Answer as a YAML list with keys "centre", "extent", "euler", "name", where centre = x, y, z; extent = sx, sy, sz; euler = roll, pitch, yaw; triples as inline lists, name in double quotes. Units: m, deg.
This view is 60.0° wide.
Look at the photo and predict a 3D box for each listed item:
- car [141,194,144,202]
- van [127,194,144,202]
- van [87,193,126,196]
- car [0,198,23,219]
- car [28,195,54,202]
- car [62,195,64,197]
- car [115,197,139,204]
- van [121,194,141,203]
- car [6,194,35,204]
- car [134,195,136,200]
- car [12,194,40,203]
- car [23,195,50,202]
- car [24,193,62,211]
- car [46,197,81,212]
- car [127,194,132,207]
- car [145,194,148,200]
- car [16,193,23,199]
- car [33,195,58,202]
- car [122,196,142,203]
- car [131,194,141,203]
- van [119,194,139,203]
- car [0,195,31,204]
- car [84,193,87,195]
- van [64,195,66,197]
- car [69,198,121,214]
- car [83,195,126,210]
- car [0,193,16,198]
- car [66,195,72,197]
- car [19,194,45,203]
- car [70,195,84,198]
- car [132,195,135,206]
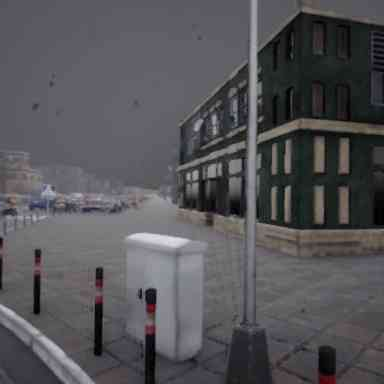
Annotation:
- centre: [-13.994, 1.543, 73.533]
  extent: [5.566, 2.045, 2.435]
  euler: [1, 0, -5]
  name: "car"
- centre: [-15.835, 1.629, 92.899]
  extent: [4.442, 1.987, 1.878]
  euler: [1, 0, -5]
  name: "van"
- centre: [-11.726, 1.546, 45.956]
  extent: [4.442, 1.987, 1.878]
  euler: [1, 0, -5]
  name: "van"
- centre: [-17.557, 1.572, 30.032]
  extent: [2.128, 1.511, 4.902]
  euler: [1, 0, -8]
  name: "car"
- centre: [-34.509, 1.467, 76.177]
  extent: [4.892, 1.521, 2.231]
  euler: [1, 0, -5]
  name: "car"
- centre: [-34.994, 1.486, 81.668]
  extent: [4.892, 1.521, 2.231]
  euler: [1, 0, -5]
  name: "car"
- centre: [-13.787, 1.829, 70.761]
  extent: [4.674, 1.452, 2.002]
  euler: [1, 0, -5]
  name: "car"
- centre: [-14.390, 1.582, 79.077]
  extent: [4.442, 1.987, 1.878]
  euler: [1, 0, -5]
  name: "van"
- centre: [-33.574, 1.315, 65.188]
  extent: [4.553, 1.767, 2.185]
  euler: [1, 0, -5]
  name: "car"
- centre: [-12.566, 1.782, 56.919]
  extent: [4.892, 1.521, 2.231]
  euler: [1, 0, -5]
  name: "car"
- centre: [-33.817, 1.320, 67.934]
  extent: [4.553, 1.767, 2.185]
  euler: [1, 0, -5]
  name: "car"
- centre: [-34.267, 1.460, 73.430]
  extent: [4.892, 1.521, 2.231]
  euler: [1, 0, -5]
  name: "car"
- centre: [-18.982, 1.376, 42.613]
  extent: [2.150, 2.045, 5.566]
  euler: [1, 0, -5]
  name: "car"
- centre: [-15.885, 1.687, 41.405]
  extent: [2.128, 1.511, 4.902]
  euler: [1, 0, -5]
  name: "car"
- centre: [-12.055, 1.654, 51.384]
  extent: [4.553, 1.767, 2.185]
  euler: [1, 0, -5]
  name: "car"
- centre: [-15.504, 1.592, 90.140]
  extent: [5.566, 2.045, 2.435]
  euler: [1, 0, -5]
  name: "car"
- centre: [-32.633, 1.433, 56.967]
  extent: [5.366, 1.575, 1.946]
  euler: [1, 0, -5]
  name: "car"
- centre: [-34.752, 1.476, 78.923]
  extent: [4.892, 1.521, 2.231]
  euler: [1, 0, -5]
  name: "car"
- centre: [-14.767, 1.854, 81.959]
  extent: [4.674, 1.452, 2.002]
  euler: [1, 0, -5]
  name: "car"
- centre: [-13.334, 1.532, 65.347]
  extent: [5.566, 2.045, 2.435]
  euler: [1, 0, -5]
  name: "car"
- centre: [-14.381, 1.570, 76.290]
  extent: [4.442, 1.987, 1.878]
  euler: [1, 0, -5]
  name: "van"
- centre: [-33.308, 1.438, 62.443]
  extent: [5.008, 1.535, 2.097]
  euler: [1, 0, -5]
  name: "car"
- centre: [-17.599, 1.573, 60.362]
  extent: [2.097, 1.767, 4.553]
  euler: [1, 0, -5]
  name: "car"
- centre: [-35.133, 1.273, 84.549]
  extent: [4.442, 1.987, 1.878]
  euler: [1, 0, -5]
  name: "van"
- centre: [-10.916, 1.759, 37.651]
  extent: [4.792, 1.488, 2.163]
  euler: [1, 0, -5]
  name: "car"
- centre: [-11.327, 1.636, 43.072]
  extent: [4.553, 1.767, 2.185]
  euler: [1, 0, -5]
  name: "car"
- centre: [-32.599, 1.179, 54.202]
  extent: [5.566, 2.045, 2.435]
  euler: [1, 0, -5]
  name: "car"
- centre: [-20.444, 1.696, 59.327]
  extent: [1.812, 1.442, 4.674]
  euler: [1, 0, -5]
  name: "car"
- centre: [-33.997, 1.326, 70.687]
  extent: [4.553, 1.767, 2.185]
  euler: [1, 0, -5]
  name: "car"
- centre: [-16.773, 1.711, 51.204]
  extent: [2.128, 1.511, 4.902]
  euler: [1, 0, -5]
  name: "car"
- centre: [-12.346, 1.780, 54.273]
  extent: [5.008, 1.535, 2.097]
  euler: [1, 0, -5]
  name: "car"
